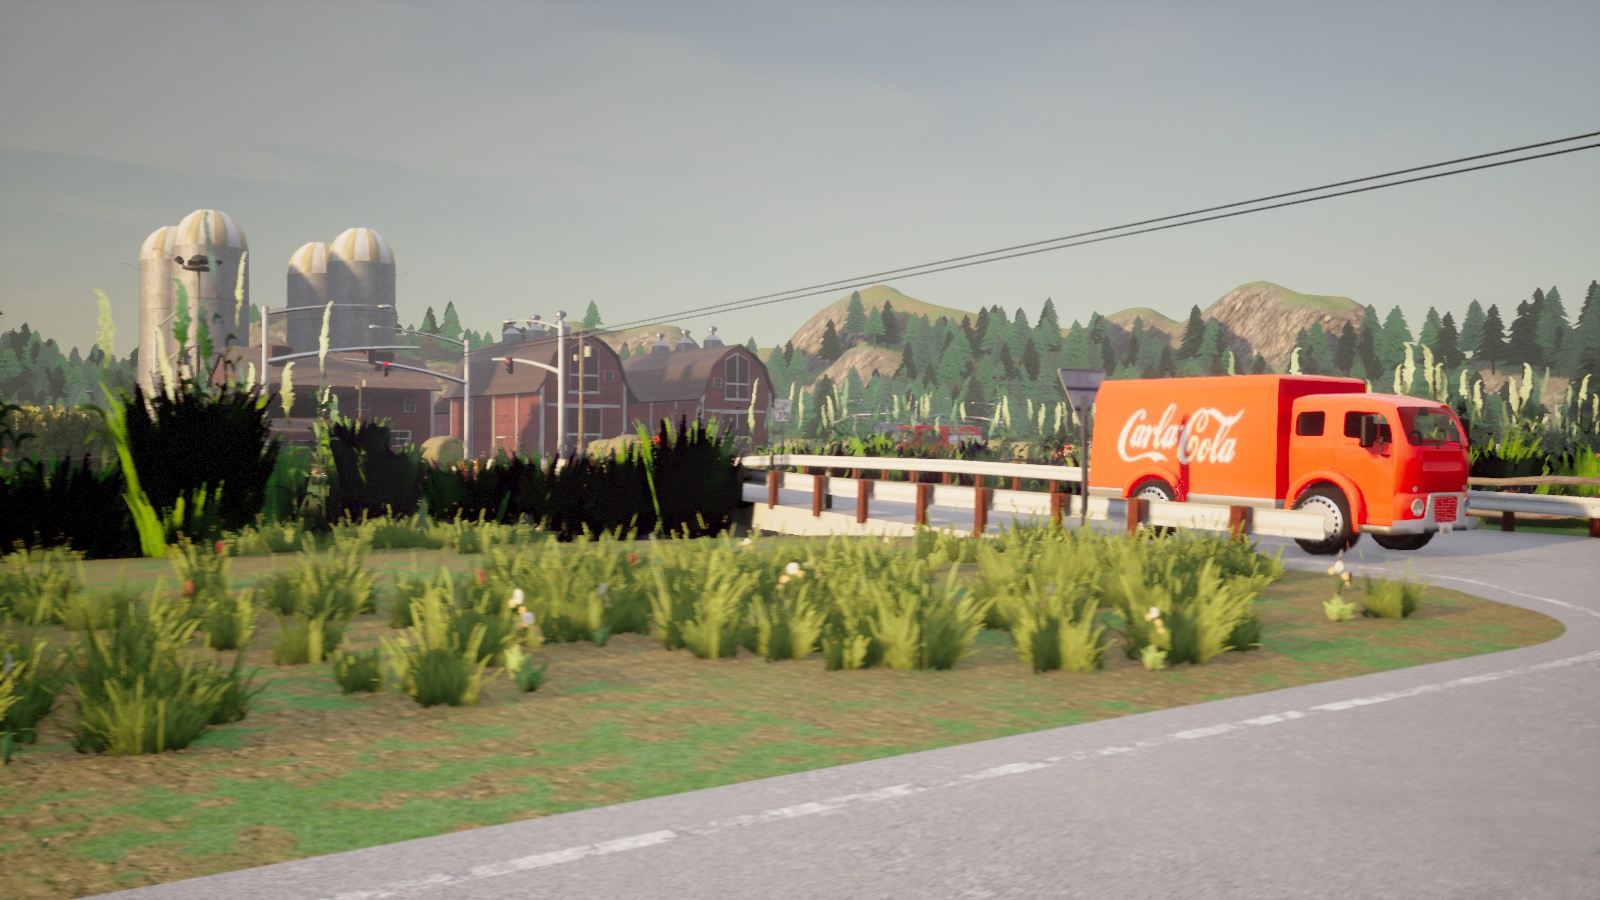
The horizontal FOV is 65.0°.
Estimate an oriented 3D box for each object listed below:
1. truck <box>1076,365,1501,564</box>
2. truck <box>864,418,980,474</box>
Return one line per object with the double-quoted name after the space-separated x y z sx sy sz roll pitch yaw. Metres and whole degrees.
6.920 0.126 18.411 2.627 2.467 5.204 0 1 -34 "truck"
8.647 -0.275 88.474 8.468 3.827 2.891 0 0 -38 "truck"
